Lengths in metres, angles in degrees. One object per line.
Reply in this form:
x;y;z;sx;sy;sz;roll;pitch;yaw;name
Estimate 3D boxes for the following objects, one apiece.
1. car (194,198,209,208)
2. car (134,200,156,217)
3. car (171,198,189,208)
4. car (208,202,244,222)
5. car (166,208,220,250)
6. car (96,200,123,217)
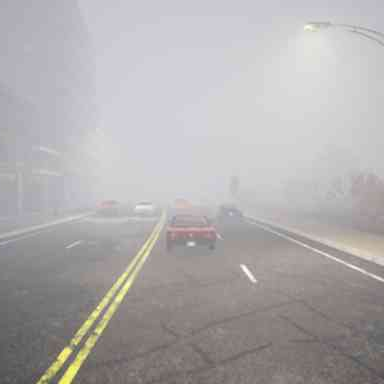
1.278;1.464;44.643;1.812;1.442;4.674;0;0;-5;car
-4.375;1.507;31.589;1.812;1.442;4.674;0;0;-4;car
-1.408;1.437;38.542;1.882;1.535;5.008;0;0;-5;car
2.666;1.529;25.597;1.994;1.385;4.181;0;0;-3;car
-0.098;1.590;14.296;1.895;1.301;4.718;0;0;-2;car
-7.593;1.471;30.966;1.882;1.535;5.008;0;0;-3;car
